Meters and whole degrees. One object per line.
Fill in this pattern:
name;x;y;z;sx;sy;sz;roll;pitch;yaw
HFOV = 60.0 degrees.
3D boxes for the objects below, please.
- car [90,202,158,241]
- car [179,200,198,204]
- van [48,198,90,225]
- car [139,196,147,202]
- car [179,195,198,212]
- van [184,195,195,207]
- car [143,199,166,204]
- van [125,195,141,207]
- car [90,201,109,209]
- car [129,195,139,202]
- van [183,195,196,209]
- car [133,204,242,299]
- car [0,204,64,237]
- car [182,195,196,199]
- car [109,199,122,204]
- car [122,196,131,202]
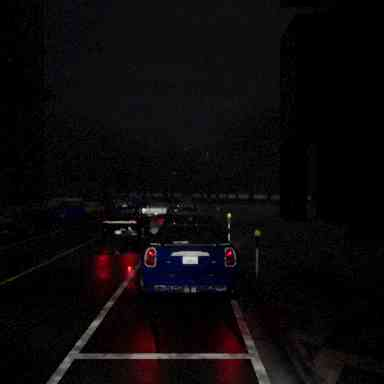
car;-3.142;1.494;16.575;2.128;1.511;4.902;0;0;0
car;-0.384;1.528;23.743;1.752;1.417;4.829;0;0;0
van;-8.909;1.344;23.573;1.690;1.788;3.998;0;0;0
car;-6.147;1.614;47.905;1.895;1.301;4.718;0;0;0
car;-0.384;1.324;39.886;2.192;1.841;5.009;0;0;0
van;-0.384;1.356;50.761;1.690;1.788;3.998;0;0;0
car;-3.144;1.606;31.386;1.895;1.301;4.718;0;0;0
van;-8.910;1.356;50.762;1.690;1.788;3.998;0;0;0
car;-8.909;1.530;28.841;1.752;1.417;4.829;0;0;0
car;-8.910;1.452;45.324;1.967;1.590;4.097;0;0;0
van;-0.384;1.353;45.324;1.690;1.788;3.998;0;0;0
car;-0.032;1.353;8.620;2.097;1.767;4.553;0;0;0
car;-8.909;1.567;18.136;1.947;1.339;4.313;0;0;0
car;-0.384;1.447;34.448;1.967;1.590;4.097;0;0;0
car;-8.909;1.572;34.448;1.947;1.339;4.313;0;0;0
car;-8.909;1.534;39.716;1.752;1.417;4.829;0;0;0
